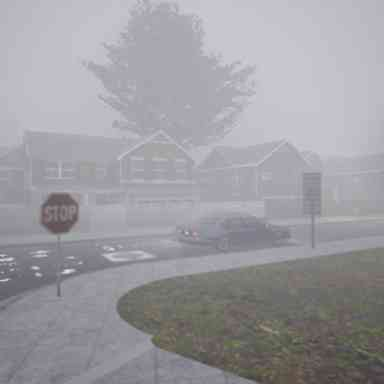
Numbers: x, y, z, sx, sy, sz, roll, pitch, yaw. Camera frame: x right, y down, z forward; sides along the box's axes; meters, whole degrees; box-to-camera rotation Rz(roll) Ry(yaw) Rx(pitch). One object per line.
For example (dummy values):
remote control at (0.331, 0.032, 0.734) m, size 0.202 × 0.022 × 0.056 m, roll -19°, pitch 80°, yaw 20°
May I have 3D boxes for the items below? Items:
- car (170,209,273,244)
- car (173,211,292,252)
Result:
car at (1.671, 1.747, 17.985) m, size 5.357 × 1.411 × 2.033 m, roll 0°, pitch -1°, yaw -30°
car at (1.943, 1.721, 14.838) m, size 5.357 × 1.411 × 2.033 m, roll 0°, pitch -1°, yaw -30°
